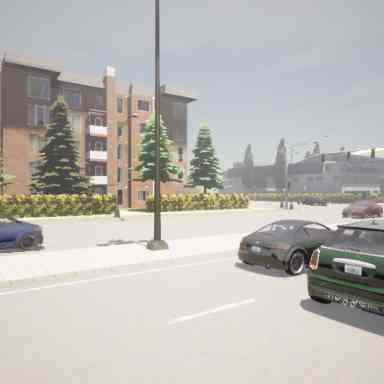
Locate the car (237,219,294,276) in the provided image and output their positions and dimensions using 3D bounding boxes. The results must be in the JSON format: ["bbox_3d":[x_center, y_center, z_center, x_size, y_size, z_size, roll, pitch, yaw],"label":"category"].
[{"bbox_3d":[3.425,1.564,10.467,4.181,1.385,1.994,0,0,-36],"label":"car"}]

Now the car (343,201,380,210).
[{"bbox_3d":[14.948,1.525,29.000,4.674,1.442,1.812,0,0,-37],"label":"car"}]

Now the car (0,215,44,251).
[{"bbox_3d":[-7.851,1.564,12.518,4.181,1.385,1.994,0,0,-35],"label":"car"}]

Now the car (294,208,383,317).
[{"bbox_3d":[4.486,1.352,6.933,4.553,1.767,2.097,0,0,-36],"label":"car"}]

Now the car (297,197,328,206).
[{"bbox_3d":[19.232,1.506,53.282,1.837,1.490,4.892,-2,2,-37],"label":"car"}]

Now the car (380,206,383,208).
[{"bbox_3d":[11.487,1.352,16.263,4.553,1.767,2.097,0,0,-36],"label":"car"}]
